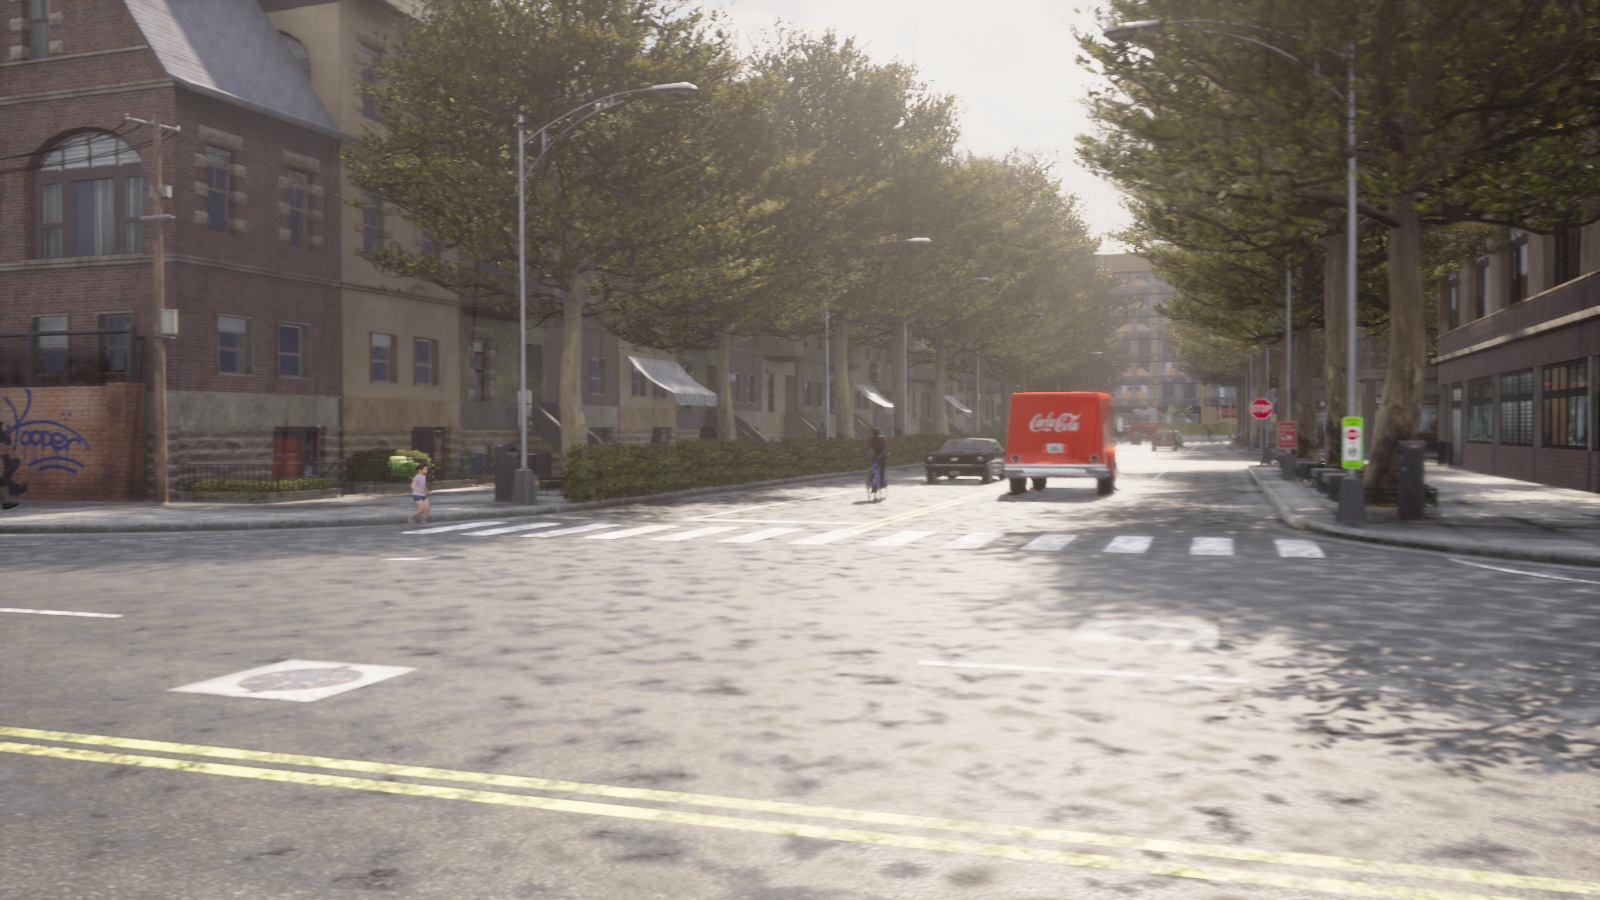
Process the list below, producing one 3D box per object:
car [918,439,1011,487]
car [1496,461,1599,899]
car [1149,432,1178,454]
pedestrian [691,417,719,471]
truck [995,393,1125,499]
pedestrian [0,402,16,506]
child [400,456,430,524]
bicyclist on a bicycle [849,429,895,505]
[{"bbox_3d":[5.023,0.338,37.890,1.895,1.301,4.718,1,1,19],"label":"car"},{"bbox_3d":[3.948,0.811,1.852,4.792,1.488,2.163,1,1,19],"label":"car"},{"bbox_3d":[25.659,-0.522,88.573,1.789,1.549,3.705,1,1,18],"label":"car"},{"bbox_3d":[-3.265,-0.219,43.061,0.634,1.844,0.899,1,1,21],"label":"pedestrian"},{"bbox_3d":[6.736,-0.147,31.971,2.627,2.467,5.204,1,1,18],"label":"truck"},{"bbox_3d":[-14.565,0.069,22.541,0.726,1.842,0.402,0,1,8],"label":"pedestrian"},{"bbox_3d":[-6.368,0.656,20.783,0.394,1.110,0.255,1,1,18],"label":"child"},{"bbox_3d":[1.602,0.342,27.635,0.582,1.620,1.656,1,1,19],"label":"bicyclist on a bicycle"}]
